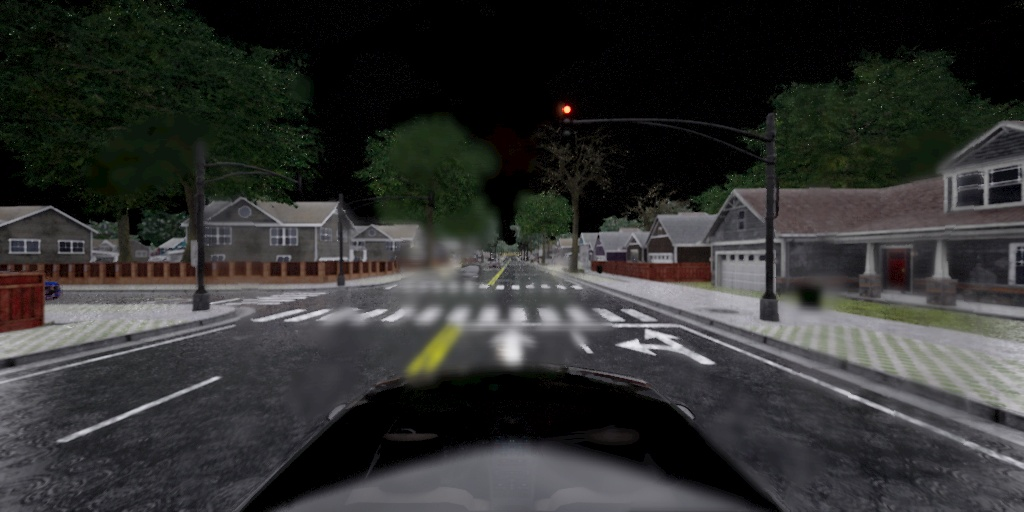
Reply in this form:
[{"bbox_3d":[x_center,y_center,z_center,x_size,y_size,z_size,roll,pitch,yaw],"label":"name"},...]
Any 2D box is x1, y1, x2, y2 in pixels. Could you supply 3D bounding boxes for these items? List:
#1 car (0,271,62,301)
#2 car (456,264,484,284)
[{"bbox_3d":[-24.743,1.473,17.208,5.008,1.535,1.882,0,0,3],"label":"car"},{"bbox_3d":[-3.229,1.432,28.316,1.837,1.490,4.892,0,1,0],"label":"car"}]
